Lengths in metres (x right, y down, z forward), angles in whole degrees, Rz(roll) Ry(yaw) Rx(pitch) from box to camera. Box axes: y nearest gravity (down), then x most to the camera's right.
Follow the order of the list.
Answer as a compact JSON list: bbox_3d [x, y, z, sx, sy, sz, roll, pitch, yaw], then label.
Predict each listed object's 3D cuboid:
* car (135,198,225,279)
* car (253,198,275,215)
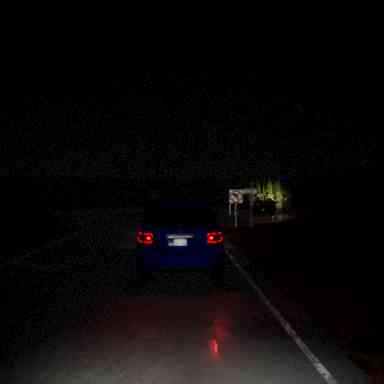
[{"bbox_3d":[-0.335,1.167,9.970,2.150,2.045,5.566,0,1,-2],"label":"car"},{"bbox_3d":[6.728,1.312,31.122,2.128,1.511,4.902,1,0,13],"label":"car"}]
